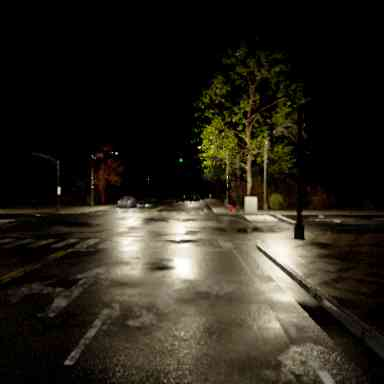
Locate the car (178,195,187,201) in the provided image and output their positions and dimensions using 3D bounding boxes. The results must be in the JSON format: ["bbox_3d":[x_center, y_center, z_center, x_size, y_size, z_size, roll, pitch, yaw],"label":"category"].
[{"bbox_3d":[-2.431,1.563,83.690,2.128,1.511,4.902,0,0,1],"label":"car"}]

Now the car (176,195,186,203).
[{"bbox_3d":[-2.617,1.668,73.273,2.033,1.411,5.357,0,0,1],"label":"car"}]

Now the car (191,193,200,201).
[{"bbox_3d":[0.819,1.263,83.662,2.150,2.045,5.566,0,0,1],"label":"car"}]

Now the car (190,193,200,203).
[{"bbox_3d":[0.639,1.485,73.602,2.097,1.767,4.553,0,0,1],"label":"car"}]

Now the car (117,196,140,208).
[{"bbox_3d":[-9.615,1.453,49.394,2.097,1.767,4.553,0,0,1],"label":"car"}]

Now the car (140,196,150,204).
[{"bbox_3d":[-9.288,1.600,64.667,1.882,1.535,5.008,0,0,1],"label":"car"}]
